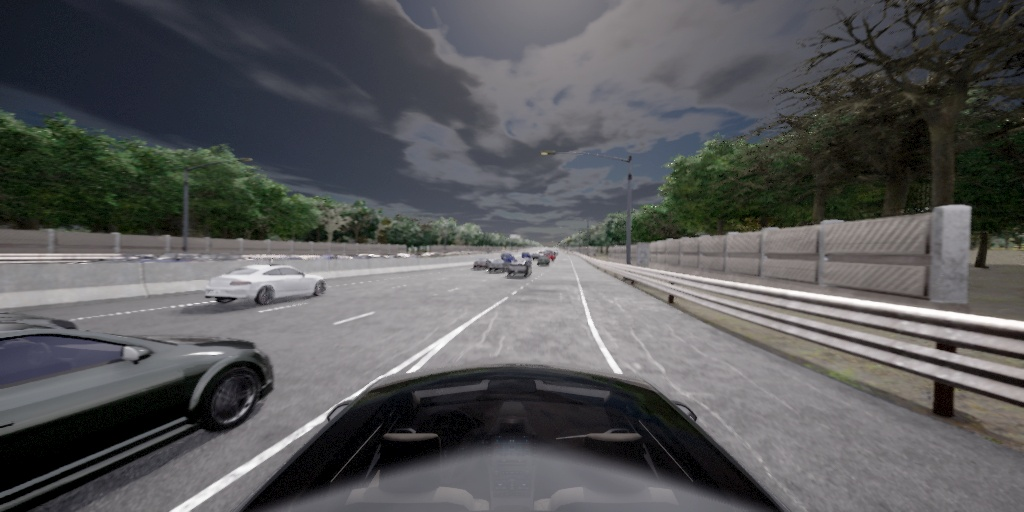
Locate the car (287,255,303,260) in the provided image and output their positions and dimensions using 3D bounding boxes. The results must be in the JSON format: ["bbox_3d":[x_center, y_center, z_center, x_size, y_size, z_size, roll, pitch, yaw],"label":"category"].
[{"bbox_3d":[-26.286,0.645,42.194,2.033,1.411,5.357,1,0,10],"label":"car"}]

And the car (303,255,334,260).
[{"bbox_3d":[-22.501,0.641,43.632,1.882,1.535,5.008,1,0,9],"label":"car"}]

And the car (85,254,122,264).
[{"bbox_3d":[-28.755,0.601,27.034,2.128,1.511,4.902,1,0,9],"label":"car"}]

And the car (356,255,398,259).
[{"bbox_3d":[-15.695,0.803,41.941,1.837,1.490,4.892,1,0,9],"label":"car"}]

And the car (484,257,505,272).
[{"bbox_3d":[-1.424,1.113,42.136,2.033,1.411,5.357,1,0,9],"label":"car"}]

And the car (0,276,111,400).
[{"bbox_3d":[-7.715,1.098,3.461,1.837,1.490,4.892,1,0,9],"label":"car"}]

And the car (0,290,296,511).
[{"bbox_3d":[-4.258,1.227,2.930,1.994,1.385,4.181,1,0,9],"label":"car"}]

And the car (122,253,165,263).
[{"bbox_3d":[-25.250,0.527,26.766,2.097,1.767,4.553,1,0,9],"label":"car"}]

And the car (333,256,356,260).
[{"bbox_3d":[-19.017,0.795,43.281,1.994,1.385,4.181,1,0,10],"label":"car"}]

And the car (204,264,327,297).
[{"bbox_3d":[-9.488,1.047,14.266,1.812,1.442,4.674,1,0,9],"label":"car"}]

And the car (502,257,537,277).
[{"bbox_3d":[0.775,1.130,33.727,2.128,1.511,4.902,1,0,9],"label":"car"}]

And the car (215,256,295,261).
[{"bbox_3d":[-18.324,0.874,25.806,1.994,1.385,4.181,1,0,9],"label":"car"}]

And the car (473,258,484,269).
[{"bbox_3d":[-3.880,1.032,48.987,2.033,1.411,5.357,1,0,9],"label":"car"}]

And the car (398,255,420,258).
[{"bbox_3d":[-16.399,0.649,59.544,2.128,1.511,4.902,1,1,9],"label":"car"}]

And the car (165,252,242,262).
[{"bbox_3d":[-21.792,0.594,26.240,2.097,1.767,4.553,1,0,9],"label":"car"}]
